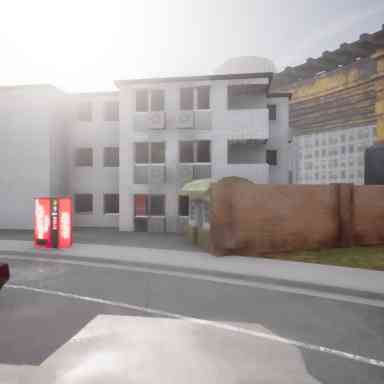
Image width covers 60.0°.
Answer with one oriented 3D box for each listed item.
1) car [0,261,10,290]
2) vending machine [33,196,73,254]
[{"bbox_3d":[-6.099,1.601,6.640,4.718,1.301,1.895,0,0,22],"label":"car"},{"bbox_3d":[-5.283,1.195,12.694,0.880,2.100,1.100,0,0,18],"label":"vending machine"}]
